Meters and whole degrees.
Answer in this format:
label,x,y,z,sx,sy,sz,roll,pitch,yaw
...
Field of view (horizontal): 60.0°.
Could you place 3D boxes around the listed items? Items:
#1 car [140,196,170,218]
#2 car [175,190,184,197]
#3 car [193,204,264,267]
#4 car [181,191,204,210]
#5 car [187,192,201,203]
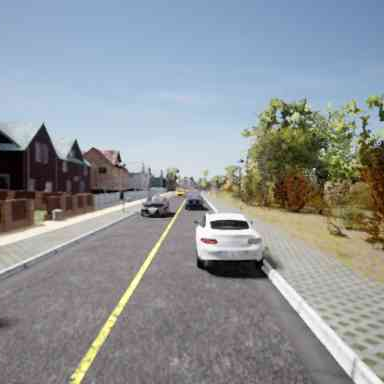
label,x,y,z,sx,sy,sz,roll,pitch,yaw
car,-2.685,1.042,25.173,2.128,1.511,4.902,0,1,0
car,-2.324,0.269,67.038,1.882,1.535,5.008,0,1,1
car,1.030,1.337,10.514,1.812,1.442,4.674,0,1,0
car,0.245,0.954,33.247,2.033,1.411,5.357,0,1,1
car,0.327,0.754,47.277,1.895,1.301,4.718,0,1,1
